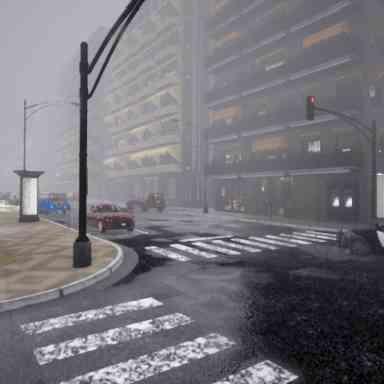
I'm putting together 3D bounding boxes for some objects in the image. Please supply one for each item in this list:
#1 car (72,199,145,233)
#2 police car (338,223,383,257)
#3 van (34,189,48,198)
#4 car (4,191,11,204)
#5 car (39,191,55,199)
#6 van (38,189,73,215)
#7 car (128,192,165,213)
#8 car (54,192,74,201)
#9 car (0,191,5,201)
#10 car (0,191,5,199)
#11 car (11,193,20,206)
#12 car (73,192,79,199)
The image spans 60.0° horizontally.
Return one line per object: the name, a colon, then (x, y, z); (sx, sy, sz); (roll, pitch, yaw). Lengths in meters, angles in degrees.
car: (-4.547, 1.260, 17.528); (1.887, 1.381, 4.507); (2, 0, -36)
police car: (7.357, 1.508, 10.793); (2.038, 1.542, 4.974); (0, 0, -36)
van: (-31.016, 0.259, 68.223); (1.690, 1.788, 3.998); (2, 0, -36)
car: (-21.071, 0.804, 40.272); (1.752, 1.417, 4.829); (2, 0, -36)
car: (-27.796, 0.528, 63.784); (1.752, 1.417, 4.829); (2, 0, -36)
van: (-11.190, 0.880, 26.681); (1.690, 1.788, 3.998); (2, 0, -36)
car: (-4.415, 0.935, 31.612); (2.192, 1.841, 5.009); (2, 0, -36)
car: (-21.047, 0.747, 54.493); (1.947, 1.339, 4.313); (2, 0, -36)
car: (-27.818, 0.540, 49.562); (1.967, 1.590, 4.097); (2, 0, -36)
car: (-34.472, 0.469, 58.714); (1.887, 1.381, 4.507); (2, 0, -36)
car: (-17.846, 0.908, 35.833); (1.887, 1.381, 4.507); (2, 0, -36)
car: (-17.719, 0.709, 49.918); (1.967, 1.590, 4.097); (2, 0, -36)
